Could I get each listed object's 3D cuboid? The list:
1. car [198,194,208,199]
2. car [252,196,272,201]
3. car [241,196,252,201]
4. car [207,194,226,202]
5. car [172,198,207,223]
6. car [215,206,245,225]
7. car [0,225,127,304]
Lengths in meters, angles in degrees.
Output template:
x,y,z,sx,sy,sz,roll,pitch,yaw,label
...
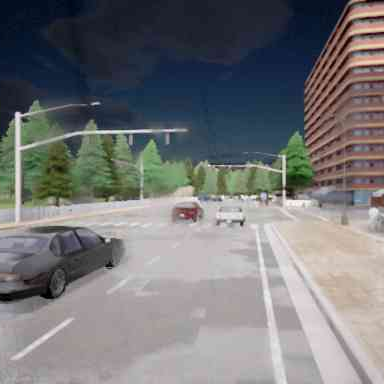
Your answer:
x,y,z,sx,sy,sz,roll,pitch,yaw,label
3.093,1.414,82.490,2.150,2.045,5.566,0,0,19,car
18.836,1.725,89.290,2.128,1.511,4.902,0,0,40,car
15.098,1.727,90.170,1.812,1.442,4.674,0,0,40,car
5.979,1.723,80.186,2.033,1.411,5.357,0,0,19,car
-0.259,1.543,26.563,1.882,1.535,5.008,0,0,10,car
2.862,1.657,24.187,1.895,1.301,4.718,0,0,10,car
-3.456,1.569,8.473,2.033,1.411,5.357,0,0,10,car
